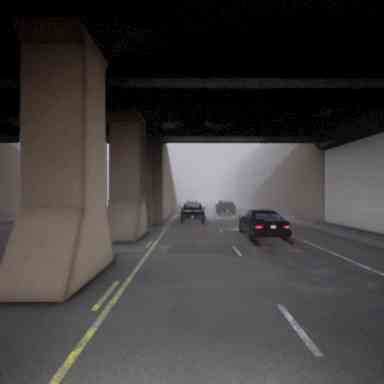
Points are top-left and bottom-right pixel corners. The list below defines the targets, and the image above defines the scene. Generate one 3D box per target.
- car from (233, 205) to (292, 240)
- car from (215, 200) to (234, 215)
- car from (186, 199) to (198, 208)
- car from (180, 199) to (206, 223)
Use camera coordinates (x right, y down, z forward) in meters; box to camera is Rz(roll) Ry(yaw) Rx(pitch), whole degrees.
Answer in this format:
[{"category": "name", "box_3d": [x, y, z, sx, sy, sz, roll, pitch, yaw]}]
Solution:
[{"category": "car", "box_3d": [3.594, 1.604, 17.213, 2.033, 1.411, 5.357, 0, 0, 0]}, {"category": "car", "box_3d": [3.587, 1.623, 36.105, 1.837, 1.490, 4.892, 0, 0, 0]}, {"category": "car", "box_3d": [-0.015, 1.773, 52.373, 1.895, 1.301, 4.718, 0, 0, 0]}, {"category": "car", "box_3d": [0.055, 1.580, 26.397, 2.128, 1.511, 4.902, 0, 0, 0]}]
